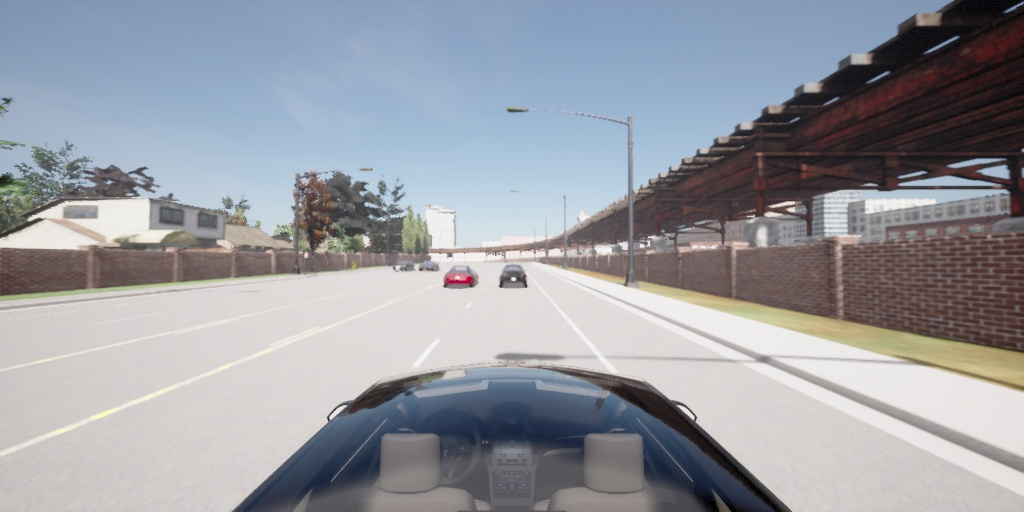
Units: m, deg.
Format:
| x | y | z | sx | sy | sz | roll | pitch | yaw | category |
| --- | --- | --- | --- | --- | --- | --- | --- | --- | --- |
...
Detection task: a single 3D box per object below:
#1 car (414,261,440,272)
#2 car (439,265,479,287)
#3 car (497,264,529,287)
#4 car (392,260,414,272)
| x | y | z | sx | sy | sz | roll | pitch | yaw | category |
| --- | --- | --- | --- | --- | --- | --- | --- | --- | --- |
| -10.548 | 1.317 | 46.074 | 2.033 | 1.411 | 5.357 | 0 | 0 | 1 | car |
| -3.399 | 1.323 | 24.486 | 1.994 | 1.385 | 4.181 | 0 | 0 | 0 | car |
| 0.090 | 1.285 | 24.762 | 1.812 | 1.442 | 4.674 | 0 | 0 | 0 | car |
| -14.048 | 1.261 | 46.676 | 2.128 | 1.511 | 4.902 | 0 | 0 | 0 | car |
